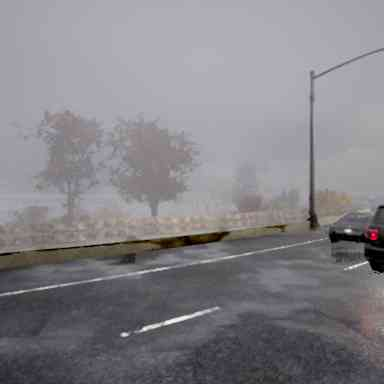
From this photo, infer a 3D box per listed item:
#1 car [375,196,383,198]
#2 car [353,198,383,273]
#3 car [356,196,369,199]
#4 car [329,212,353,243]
[{"bbox_3d":[42.321,1.643,75.151,2.097,1.767,4.553,0,0,7],"label":"car"},{"bbox_3d":[7.124,1.285,9.868,5.566,2.045,2.150,0,0,-42],"label":"car"},{"bbox_3d":[38.859,1.636,75.667,2.097,1.767,4.553,0,0,7],"label":"car"},{"bbox_3d":[8.139,1.652,15.667,4.181,1.385,1.994,0,0,-44],"label":"car"}]
